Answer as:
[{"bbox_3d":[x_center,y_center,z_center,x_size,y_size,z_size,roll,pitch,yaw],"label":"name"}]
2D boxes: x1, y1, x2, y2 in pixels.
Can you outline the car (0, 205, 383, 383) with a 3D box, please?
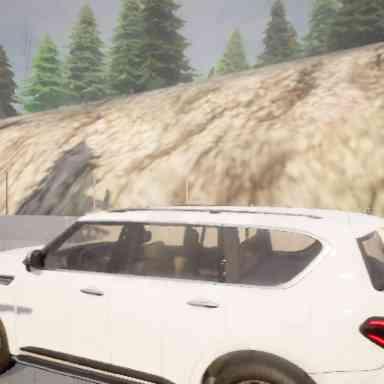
[{"bbox_3d":[-0.461,1.186,4.131,5.566,2.045,2.150,0,-1,23],"label":"car"}]
